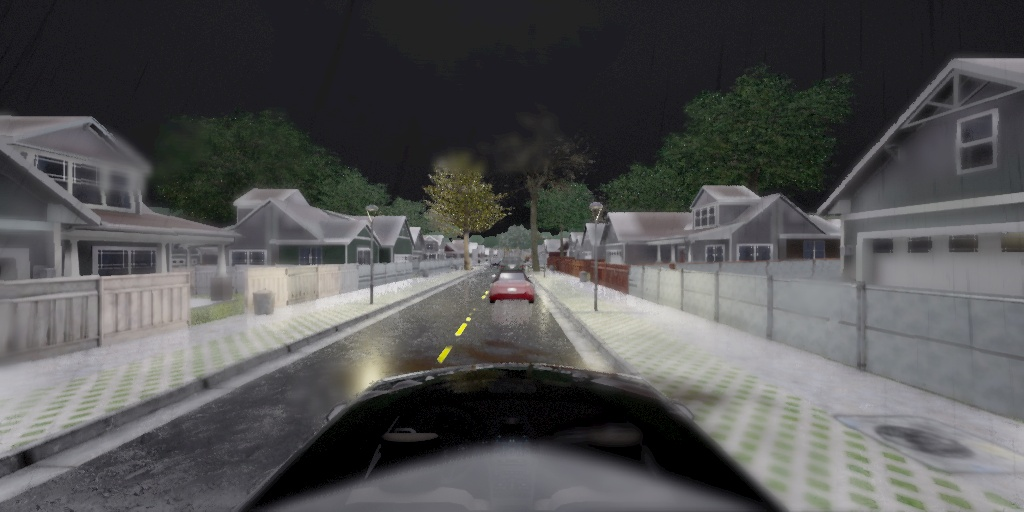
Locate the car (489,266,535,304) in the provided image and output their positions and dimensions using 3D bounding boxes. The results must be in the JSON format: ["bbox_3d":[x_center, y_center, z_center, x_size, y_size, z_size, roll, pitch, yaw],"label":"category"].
[{"bbox_3d":[0.000,1.323,16.501,1.994,1.385,4.181,0,0,0],"label":"car"}]

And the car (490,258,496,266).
[{"bbox_3d":[-2.750,1.174,63.531,2.097,1.767,4.553,0,0,0],"label":"car"}]

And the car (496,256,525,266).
[{"bbox_3d":[0.001,1.016,31.531,2.150,2.045,5.566,0,0,0],"label":"car"}]
